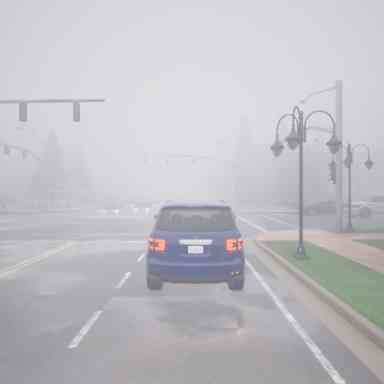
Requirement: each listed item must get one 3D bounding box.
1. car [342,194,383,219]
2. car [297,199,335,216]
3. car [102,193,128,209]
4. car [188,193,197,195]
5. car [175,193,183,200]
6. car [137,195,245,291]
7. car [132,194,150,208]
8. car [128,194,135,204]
[{"bbox_3d":[16.211,1.221,28.810,5.566,2.045,2.150,0,0,-1],"label":"car"},{"bbox_3d":[12.766,1.504,32.290,4.892,1.490,1.837,0,0,-1],"label":"car"},{"bbox_3d":[-10.557,1.351,44.925,2.097,1.767,4.553,0,0,0],"label":"car"},{"bbox_3d":[0.061,1.544,77.933,1.994,1.385,4.181,0,0,0],"label":"car"},{"bbox_3d":[-3.432,1.209,87.778,2.097,1.767,4.553,0,0,0],"label":"car"},{"bbox_3d":[0.087,1.221,9.185,2.150,2.045,5.566,0,0,0],"label":"car"},{"bbox_3d":[-7.045,1.477,48.997,1.882,1.535,5.008,0,0,0],"label":"car"},{"bbox_3d":[-10.539,1.563,56.439,1.994,1.385,4.181,0,0,0],"label":"car"}]
